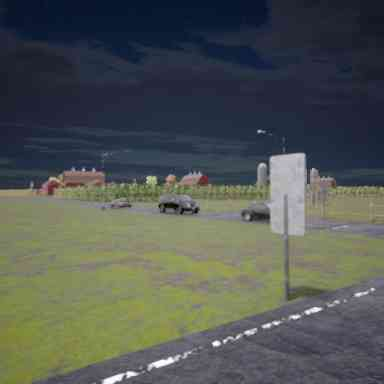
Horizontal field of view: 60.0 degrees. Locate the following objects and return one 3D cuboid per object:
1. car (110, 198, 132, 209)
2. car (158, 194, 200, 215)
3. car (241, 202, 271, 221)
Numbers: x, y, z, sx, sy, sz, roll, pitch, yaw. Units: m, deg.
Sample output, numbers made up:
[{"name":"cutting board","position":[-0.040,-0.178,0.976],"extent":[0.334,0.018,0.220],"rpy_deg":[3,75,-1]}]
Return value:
[{"name":"car","position":[-9.975,1.597,46.568],"extent":[1.994,1.385,4.181],"rpy_deg":[-1,0,-35]},{"name":"car","position":[-1.470,1.230,34.617],"extent":[2.150,2.045,5.566],"rpy_deg":[-1,1,-36]},{"name":"car","position":[5.711,1.519,24.976],"extent":[1.812,1.442,4.674],"rpy_deg":[-1,0,-37]}]
